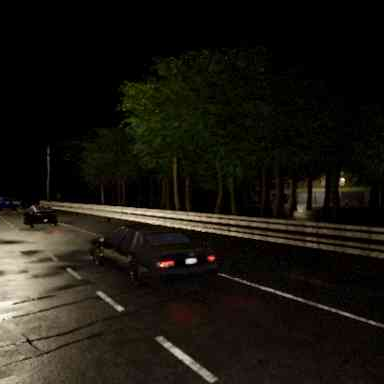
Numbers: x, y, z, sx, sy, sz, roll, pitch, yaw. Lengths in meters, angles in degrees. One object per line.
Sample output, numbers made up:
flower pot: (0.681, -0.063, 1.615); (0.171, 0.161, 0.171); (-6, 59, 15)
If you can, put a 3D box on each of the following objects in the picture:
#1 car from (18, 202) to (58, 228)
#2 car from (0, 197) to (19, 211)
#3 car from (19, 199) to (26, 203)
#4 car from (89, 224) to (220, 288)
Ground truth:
car: (-11.448, 1.782, 25.023); (2.128, 1.511, 4.902); (1, -1, -33)
car: (-28.087, 1.795, 50.513); (2.150, 2.045, 5.566); (0, -1, -31)
car: (-37.321, 2.348, 72.230); (1.812, 1.442, 4.674); (0, -1, -12)
car: (-1.400, 1.669, 9.784); (2.033, 1.411, 5.357); (1, -1, -33)
